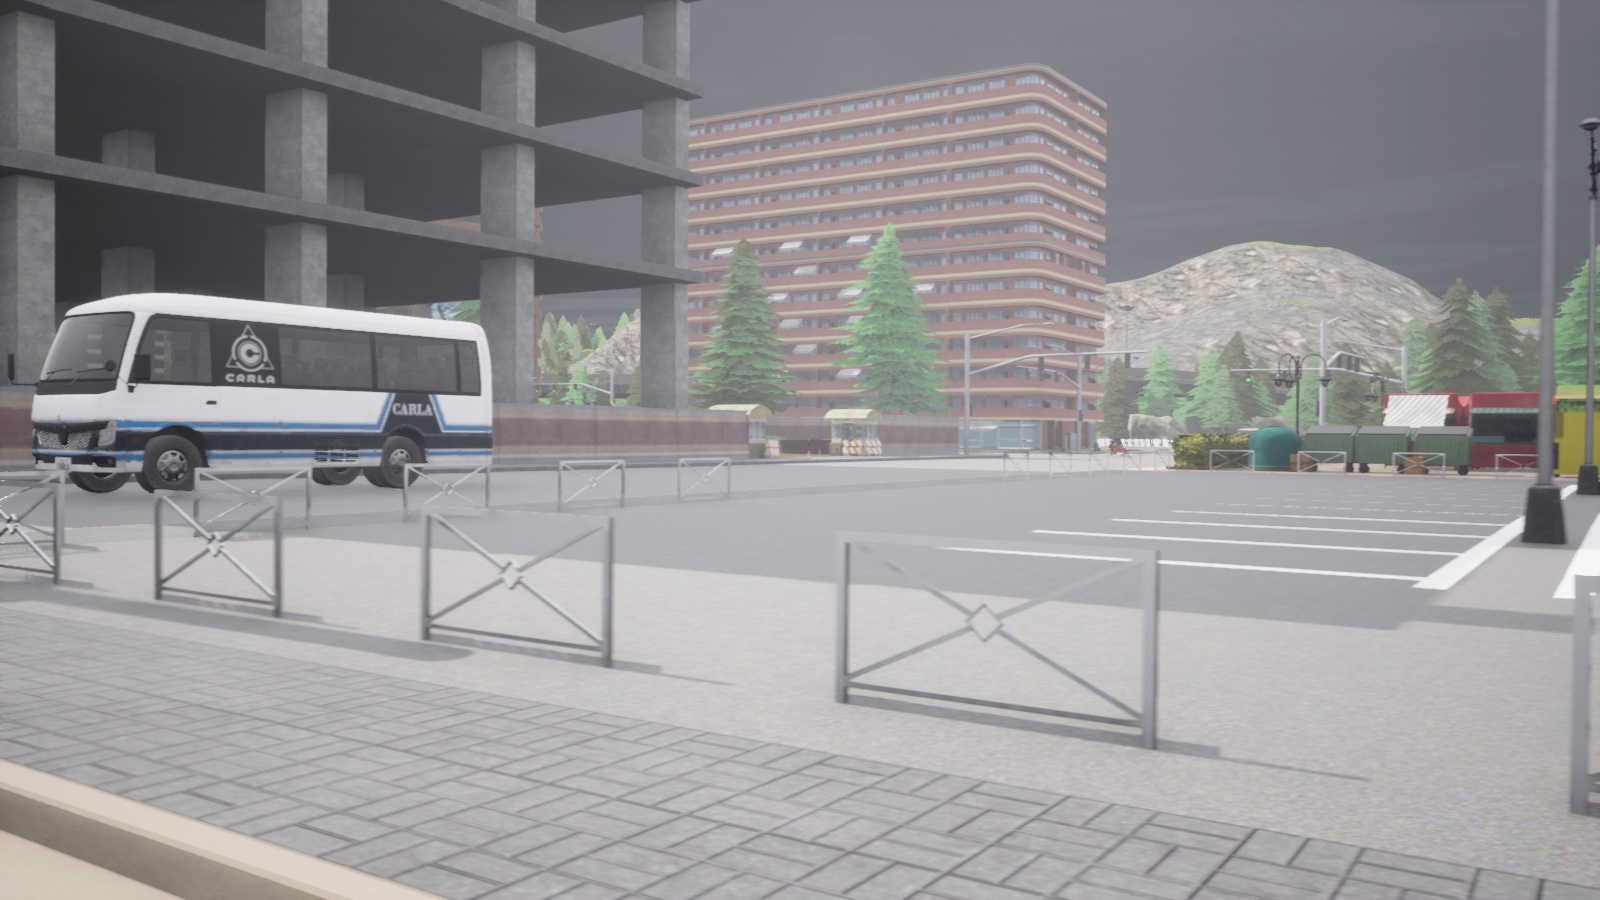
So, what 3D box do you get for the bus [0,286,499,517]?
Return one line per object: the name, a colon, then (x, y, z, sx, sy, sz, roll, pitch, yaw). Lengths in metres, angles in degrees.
bus: (-12.097, -0.980, 28.484, 3.944, 4.253, 10.273, 0, 1, 33)
